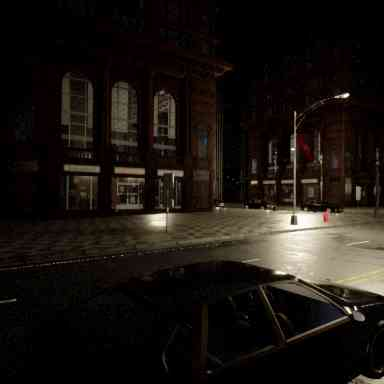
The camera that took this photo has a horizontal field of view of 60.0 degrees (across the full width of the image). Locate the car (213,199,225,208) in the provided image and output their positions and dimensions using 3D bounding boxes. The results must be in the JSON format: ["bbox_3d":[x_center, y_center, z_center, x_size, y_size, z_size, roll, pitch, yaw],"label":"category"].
[{"bbox_3d":[3.349,1.789,53.358,1.812,1.442,4.674,1,-1,-35],"label":"car"}]

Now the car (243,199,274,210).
[{"bbox_3d":[9.105,1.722,45.245,1.837,1.490,4.892,1,-1,-35],"label":"car"}]

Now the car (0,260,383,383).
[{"bbox_3d":[0.423,1.548,3.744,5.357,1.411,2.033,0,0,-36],"label":"car"}]

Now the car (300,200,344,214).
[{"bbox_3d":[14.594,1.679,37.507,1.837,1.490,4.892,1,-1,-35],"label":"car"}]

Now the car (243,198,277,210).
[{"bbox_3d":[10.062,1.746,49.426,1.882,1.535,5.008,1,-1,-35],"label":"car"}]
